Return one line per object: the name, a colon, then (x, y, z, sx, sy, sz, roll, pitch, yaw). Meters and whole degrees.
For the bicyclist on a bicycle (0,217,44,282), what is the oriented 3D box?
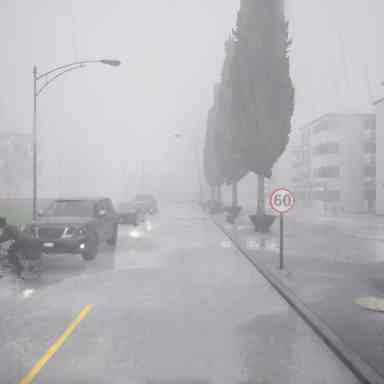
bicyclist on a bicycle: (-4.526, 1.455, 8.280, 1.656, 1.620, 0.582, -2, 0, -1)

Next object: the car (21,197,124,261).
car: (-4.309, 1.222, 12.671, 2.150, 2.045, 5.566, 0, 0, -1)

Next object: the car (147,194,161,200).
car: (-10.655, 1.412, 92.740, 3.633, 1.501, 1.845, 0, 0, -1)

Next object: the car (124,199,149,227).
car: (-4.423, 1.478, 22.842, 1.882, 1.535, 5.008, 0, 0, 0)

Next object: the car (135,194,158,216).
car: (-4.596, 1.221, 32.584, 2.150, 2.045, 5.566, 0, 0, 0)
